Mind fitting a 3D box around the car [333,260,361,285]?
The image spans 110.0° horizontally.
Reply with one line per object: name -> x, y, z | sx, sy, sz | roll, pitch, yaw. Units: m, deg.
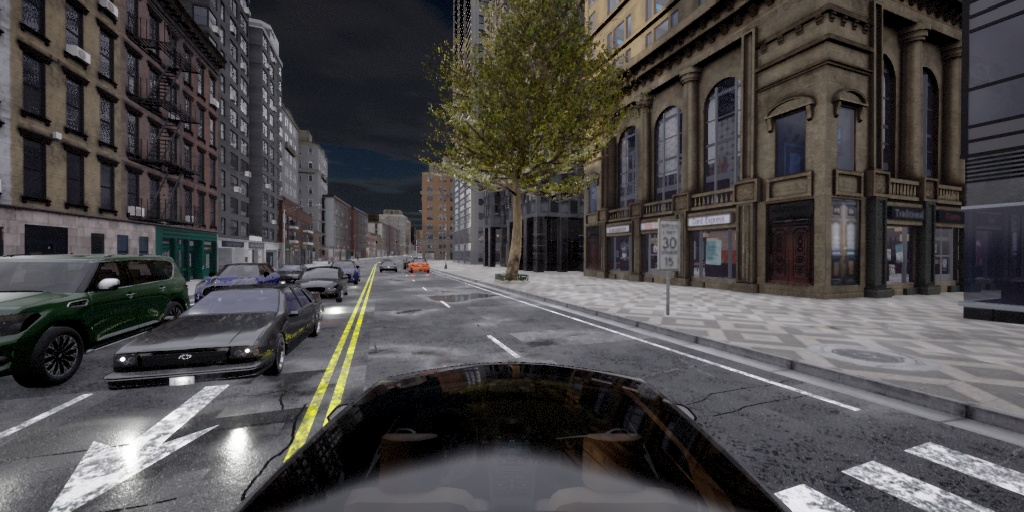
car -> -12.021, 1.073, 25.558 | 2.097, 1.767, 4.553 | 0, 0, -20

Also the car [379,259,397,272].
car -> -14.874, 1.225, 43.146 | 1.994, 1.385, 4.181 | 0, 0, -20

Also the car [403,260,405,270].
car -> -14.394, 0.982, 51.071 | 2.097, 1.767, 4.553 | 0, 0, -20

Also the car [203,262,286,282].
car -> -11.937, 1.090, 15.940 | 2.097, 1.767, 4.553 | 0, 0, -20

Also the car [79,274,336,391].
car -> -5.265, 1.295, 7.379 | 2.033, 1.411, 5.357 | 0, 0, -18

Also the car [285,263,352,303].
car -> -8.678, 1.244, 16.503 | 1.837, 1.490, 4.892 | 0, 0, -20

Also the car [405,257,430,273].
car -> -10.860, 1.025, 41.613 | 2.097, 1.767, 4.553 | 0, 0, -20

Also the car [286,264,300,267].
car -> -15.234, 1.266, 24.867 | 2.033, 1.411, 5.357 | 0, 0, -21

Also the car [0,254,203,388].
car -> -8.565, 0.969, 6.834 | 2.150, 2.045, 5.566 | 0, 0, -20
